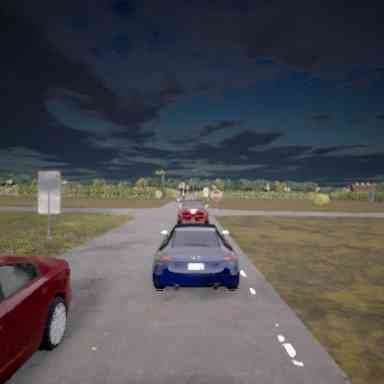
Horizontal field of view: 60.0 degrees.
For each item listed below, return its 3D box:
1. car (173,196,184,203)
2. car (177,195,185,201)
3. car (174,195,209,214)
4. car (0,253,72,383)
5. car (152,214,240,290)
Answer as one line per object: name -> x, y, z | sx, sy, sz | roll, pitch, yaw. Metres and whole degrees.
car -> -2.757, 1.538, 69.997 | 2.128, 1.511, 4.902 | 0, 0, 0
car -> -2.759, 1.568, 86.298 | 1.994, 1.385, 4.181 | 0, 0, 0
car -> 0.129, 1.293, 23.508 | 2.097, 1.767, 4.553 | 0, 0, 2
car -> -2.848, 1.462, 3.317 | 1.882, 1.535, 5.008 | 0, 0, 0
car -> 0.085, 1.529, 8.980 | 1.994, 1.385, 4.181 | 0, 0, 0
